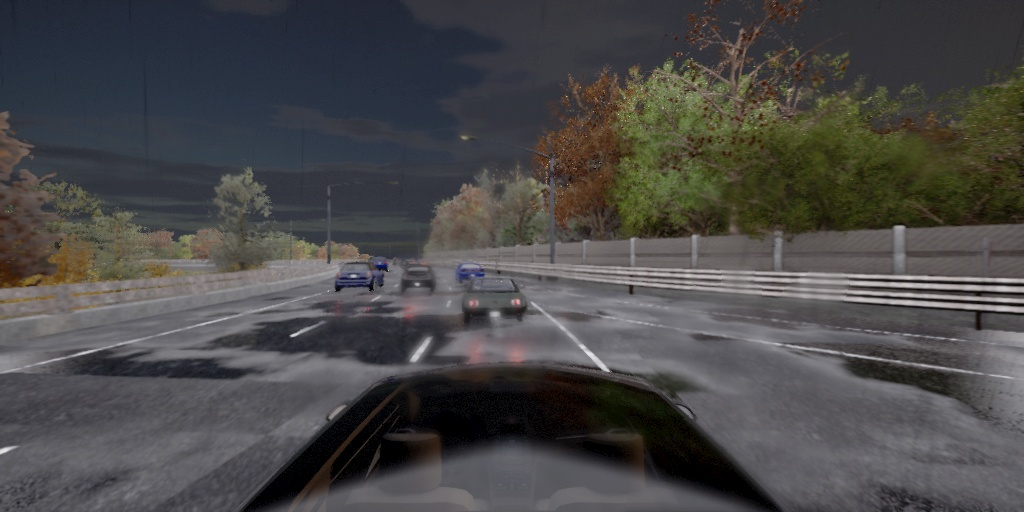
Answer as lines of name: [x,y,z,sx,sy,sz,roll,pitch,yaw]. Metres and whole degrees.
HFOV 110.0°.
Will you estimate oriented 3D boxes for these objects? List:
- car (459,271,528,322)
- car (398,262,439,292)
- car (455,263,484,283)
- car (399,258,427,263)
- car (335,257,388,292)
car: [-0.705,1.357,12.342,1.895,1.301,4.718,0,0,-6]
car: [-5.565,1.280,21.727,1.837,1.490,4.892,0,0,-11]
car: [-3.346,1.248,27.925,1.882,1.535,5.008,0,0,-14]
car: [-11.890,1.295,42.781,2.128,1.511,4.902,0,0,-22]
car: [-9.202,1.139,22.009,2.097,1.767,4.553,0,0,-11]
